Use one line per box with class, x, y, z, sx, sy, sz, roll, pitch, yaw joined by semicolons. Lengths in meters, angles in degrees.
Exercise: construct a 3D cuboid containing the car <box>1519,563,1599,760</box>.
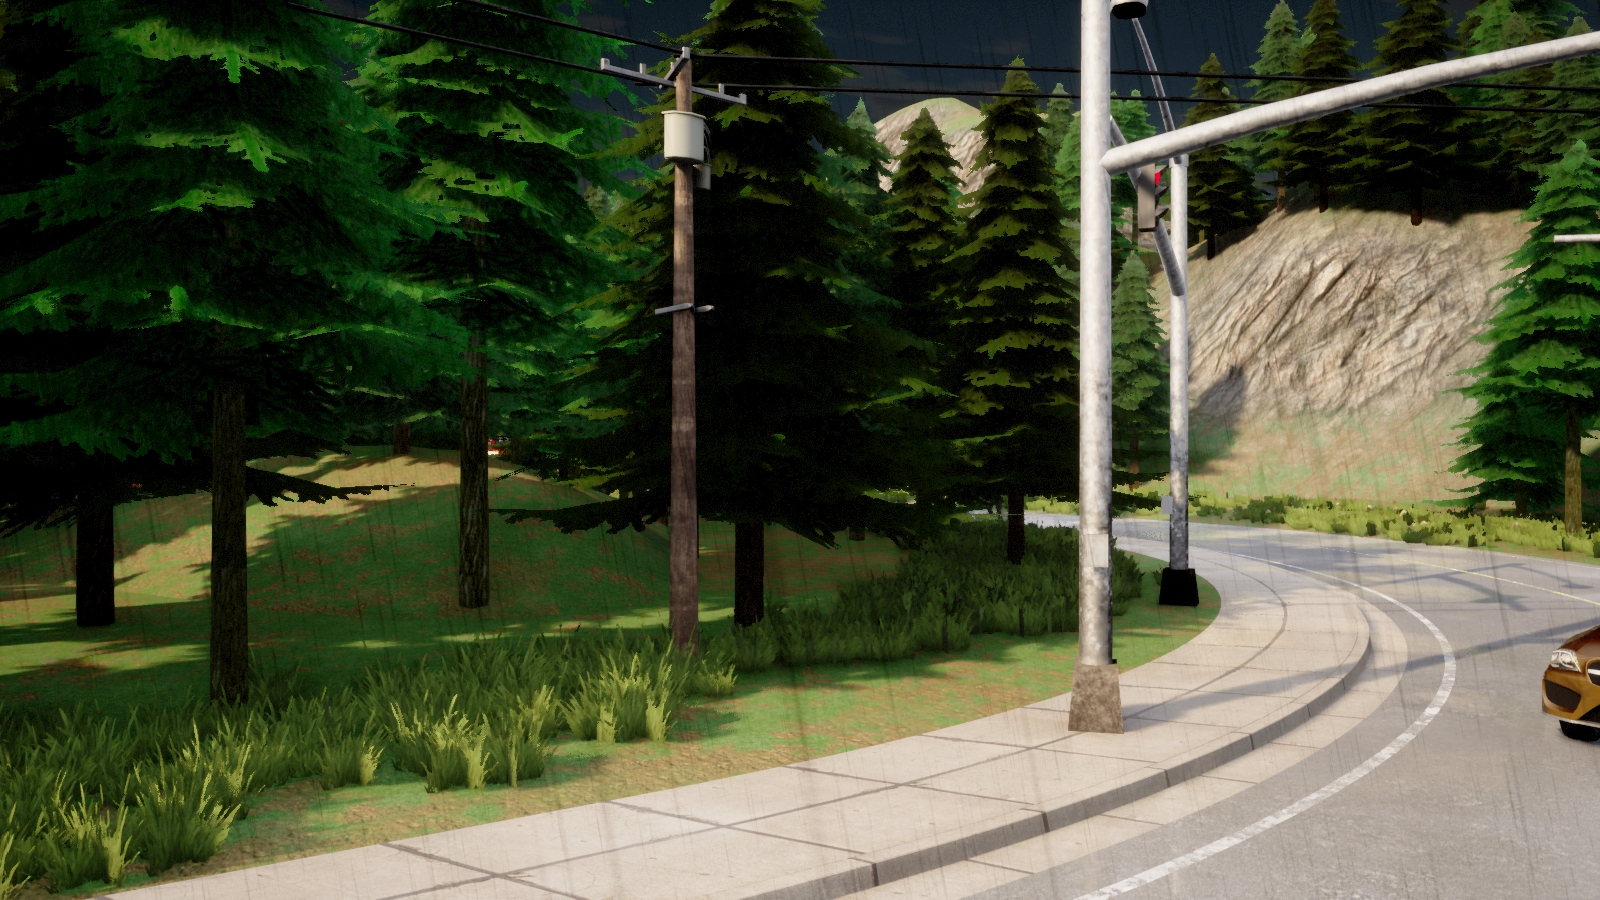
car;9.577;1.970;11.147;5.027;1.651;2.152;0;0;-29
